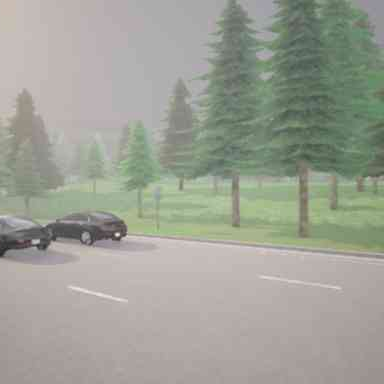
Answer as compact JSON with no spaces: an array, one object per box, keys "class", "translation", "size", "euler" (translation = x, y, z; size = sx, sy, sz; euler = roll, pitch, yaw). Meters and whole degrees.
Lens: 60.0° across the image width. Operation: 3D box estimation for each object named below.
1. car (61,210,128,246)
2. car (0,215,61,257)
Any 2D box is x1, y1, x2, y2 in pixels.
[{"class":"car","translation":[-5.278,1.658,16.258],"size":[4.892,1.490,1.837],"euler":[0,0,36]},{"class":"car","translation":[-7.624,1.681,13.637],"size":[4.674,1.442,1.812],"euler":[-1,0,36]}]
